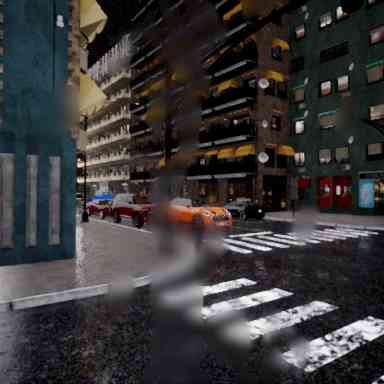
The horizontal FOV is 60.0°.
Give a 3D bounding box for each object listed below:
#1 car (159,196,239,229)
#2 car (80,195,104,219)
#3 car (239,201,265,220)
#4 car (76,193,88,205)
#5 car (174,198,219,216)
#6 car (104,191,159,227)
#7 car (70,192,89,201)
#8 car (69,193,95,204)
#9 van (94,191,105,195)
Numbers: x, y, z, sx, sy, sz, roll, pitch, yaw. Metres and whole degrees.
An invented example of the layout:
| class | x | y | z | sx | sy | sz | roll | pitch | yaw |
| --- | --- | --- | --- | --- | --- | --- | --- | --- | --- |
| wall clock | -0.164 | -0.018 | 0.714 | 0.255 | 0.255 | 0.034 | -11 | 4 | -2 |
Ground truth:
| class | x | y | z | sx | sy | sz | roll | pitch | yaw |
| --- | --- | --- | --- | --- | --- | --- | --- | --- | --- |
| car | 0.295 | 1.124 | 19.894 | 2.097 | 1.767 | 4.553 | 1 | 1 | -37 |
| car | -6.488 | 1.181 | 24.825 | 1.887 | 1.381 | 4.507 | 2 | 0 | -36 |
| car | 3.589 | 1.349 | 25.192 | 1.947 | 1.339 | 4.313 | 2 | 0 | -36 |
| car | -13.598 | 0.955 | 39.078 | 1.812 | 1.442 | 4.674 | 1 | 0 | -36 |
| car | 0.323 | 1.285 | 29.705 | 1.802 | 1.307 | 4.206 | 2 | 0 | -36 |
| car | -3.217 | 1.032 | 20.312 | 2.192 | 1.841 | 5.009 | 2 | 0 | -36 |
| car | -19.267 | 0.765 | 56.784 | 1.887 | 1.381 | 4.507 | 2 | 0 | -36 |
| car | -15.764 | 0.886 | 47.427 | 2.033 | 1.411 | 5.357 | 1 | 0 | -36 |
| van | -12.733 | 0.722 | 47.759 | 1.690 | 1.788 | 3.998 | 2 | 0 | -36 |
